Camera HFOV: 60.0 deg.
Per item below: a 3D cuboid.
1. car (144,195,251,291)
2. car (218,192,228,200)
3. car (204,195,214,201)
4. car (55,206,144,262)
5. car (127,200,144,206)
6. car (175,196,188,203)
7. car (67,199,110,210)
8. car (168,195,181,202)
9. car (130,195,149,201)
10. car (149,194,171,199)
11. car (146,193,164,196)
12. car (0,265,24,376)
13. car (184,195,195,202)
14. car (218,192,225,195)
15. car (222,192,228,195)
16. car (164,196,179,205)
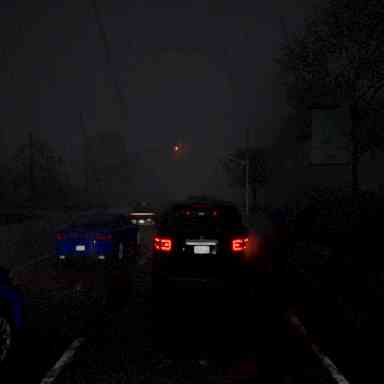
[{"bbox_3d":[0.252,1.221,9.193,2.150,2.045,5.566,0,0,1],"label":"car"},{"bbox_3d":[8.382,1.093,88.590,2.150,2.045,5.566,0,0,11],"label":"car"},{"bbox_3d":[4.491,1.540,86.790,2.033,1.411,5.357,0,0,10],"label":"car"},{"bbox_3d":[-3.171,1.478,12.130,1.882,1.535,5.008,0,0,2],"label":"car"},{"bbox_3d":[-2.810,1.491,21.622,2.128,1.511,4.902,0,0,2],"label":"car"},{"bbox_3d":[-2.111,1.564,67.862,1.994,1.385,4.181,0,0,9],"label":"car"},{"bbox_3d":[-11.541,1.526,37.466,4.674,1.442,1.812,0,0,-1],"label":"car"},{"bbox_3d":[-4.066,1.525,78.304,2.128,1.511,4.902,0,0,9],"label":"car"},{"bbox_3d":[-8.026,1.564,48.479,1.994,1.385,4.181,0,0,6],"label":"car"},{"bbox_3d":[-4.495,1.477,48.612,1.882,1.535,5.008,0,0,6],"label":"car"},{"bbox_3d":[-7.001,1.221,57.779,2.150,2.045,5.566,0,0,7],"label":"car"},{"bbox_3d":[-3.363,1.221,2.145,2.150,2.045,5.566,0,0,0],"label":"car"},{"bbox_3d":[-0.550,1.478,78.121,1.882,1.535,5.008,0,0,9],"label":"car"},{"bbox_3d":[0.593,1.221,19.525,2.150,2.045,5.566,0,0,2],"label":"car"},{"bbox_3d":[6.596,1.350,78.424,2.097,1.767,4.553,0,0,10],"label":"car"},{"bbox_3d":[-3.460,1.526,57.872,1.812,1.442,4.674,0,0,7],"label":"car"}]
